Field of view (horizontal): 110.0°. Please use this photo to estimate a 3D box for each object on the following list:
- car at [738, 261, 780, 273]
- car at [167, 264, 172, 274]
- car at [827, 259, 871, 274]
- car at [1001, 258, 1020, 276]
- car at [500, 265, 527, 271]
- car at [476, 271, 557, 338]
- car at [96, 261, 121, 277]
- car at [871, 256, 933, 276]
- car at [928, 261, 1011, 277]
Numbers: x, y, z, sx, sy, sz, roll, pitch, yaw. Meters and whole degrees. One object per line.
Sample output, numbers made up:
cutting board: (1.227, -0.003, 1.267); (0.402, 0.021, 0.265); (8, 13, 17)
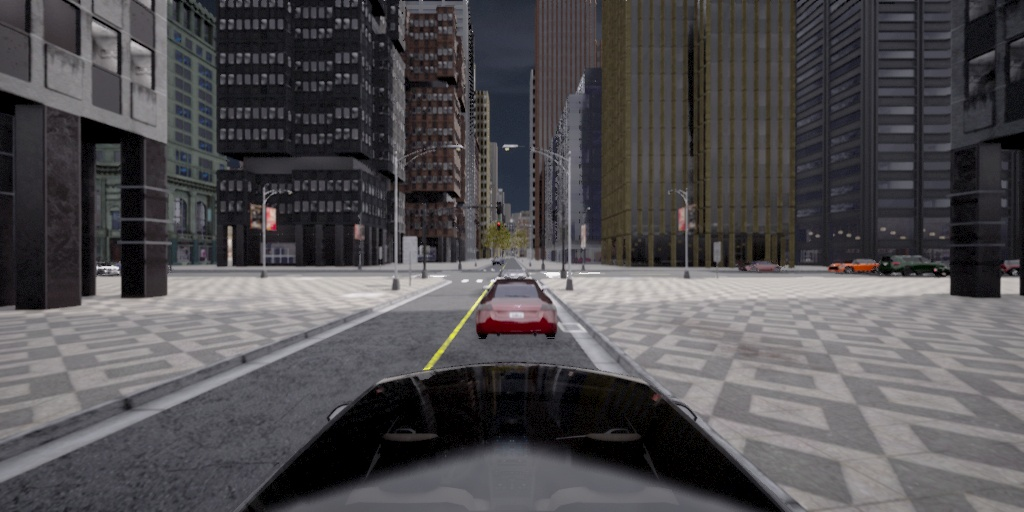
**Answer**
car: (29.755, 1.294, 43.200); (4.181, 1.385, 1.994); (0, 0, 0)
car: (-37.885, 1.041, 36.895); (4.553, 1.767, 2.097); (0, 0, 1)
car: (37.974, 1.103, 39.888); (4.553, 1.767, 2.097); (0, 0, 1)
car: (51.368, 1.135, 36.494); (4.553, 1.767, 2.097); (0, 0, 0)
car: (0.089, 1.330, 19.561); (1.895, 1.301, 4.718); (0, 0, -1)
car: (0.110, 1.304, 10.104); (1.994, 1.385, 4.181); (0, 0, 0)
car: (-39.151, 1.225, 33.653); (4.674, 1.442, 1.812); (0, 0, 1)
car: (40.716, 0.985, 36.509); (5.566, 2.045, 2.150); (1, 0, 0)
car: (42.304, 1.380, 33.240); (4.718, 1.301, 1.895); (0, 0, 1)
